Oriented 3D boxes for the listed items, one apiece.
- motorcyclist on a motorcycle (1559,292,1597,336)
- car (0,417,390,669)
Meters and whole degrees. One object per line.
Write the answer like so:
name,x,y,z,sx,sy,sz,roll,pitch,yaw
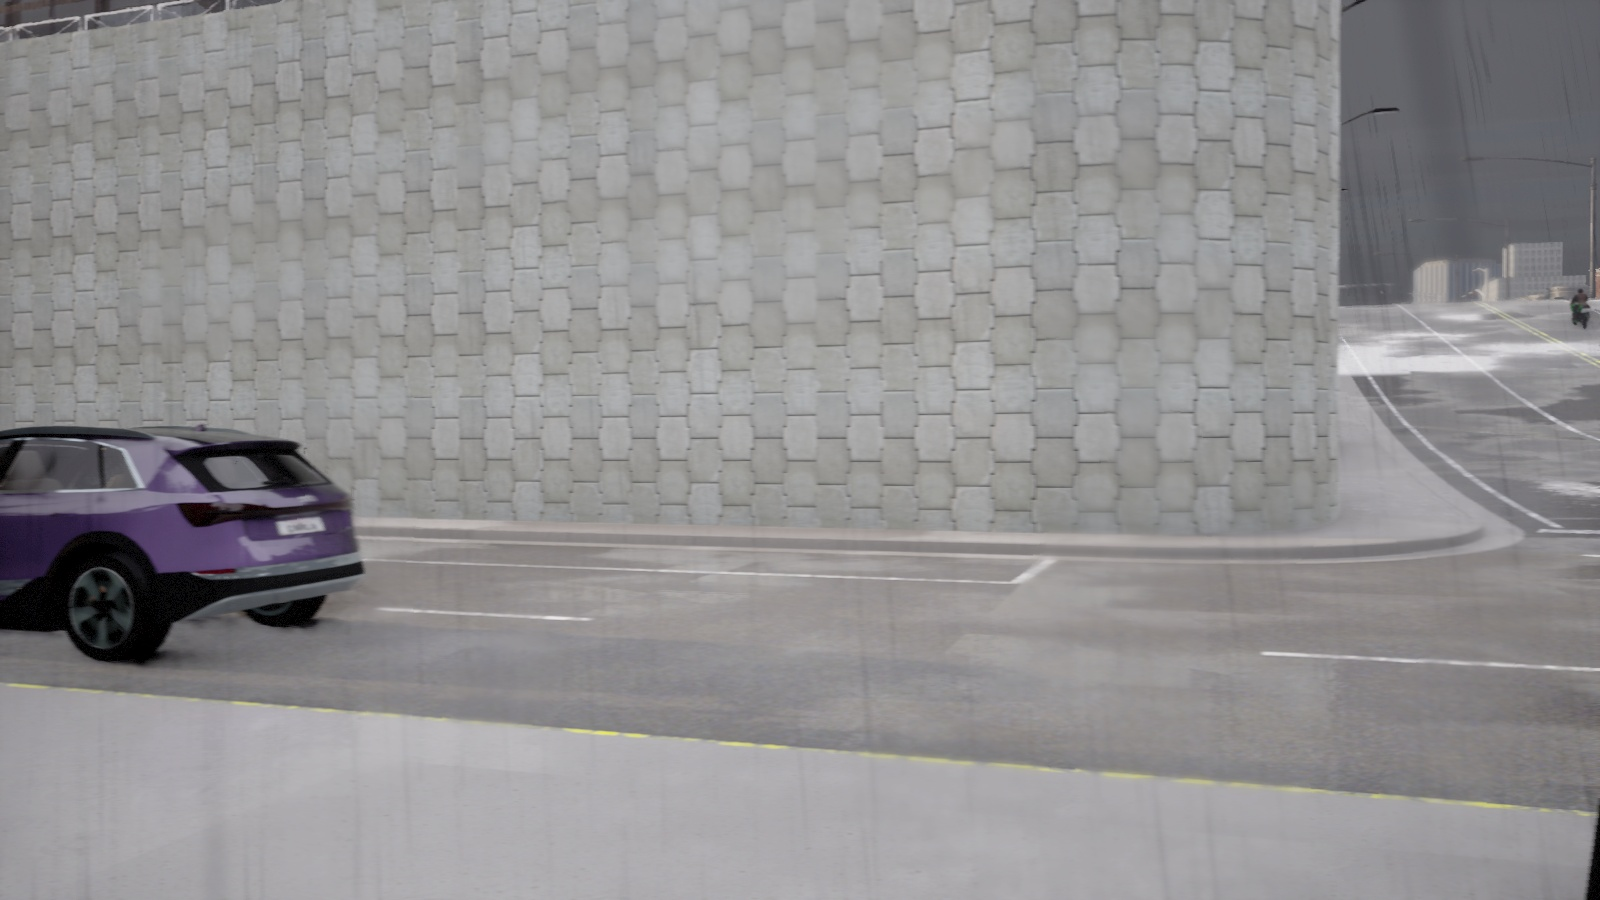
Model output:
motorcyclist on a motorcycle,30.752,-5.392,49.667,0.797,1.523,2.044,1,12,19
car,-5.935,0.575,9.936,4.856,1.649,2.033,1,1,19
